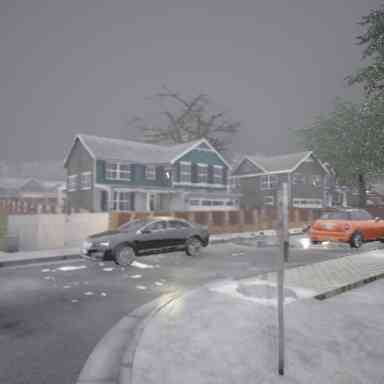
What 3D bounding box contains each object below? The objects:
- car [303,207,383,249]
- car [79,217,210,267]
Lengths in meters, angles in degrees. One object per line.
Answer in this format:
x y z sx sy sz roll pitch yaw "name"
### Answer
7.705 1.619 15.994 4.553 1.767 2.097 2 -3 -38 "car"
-1.529 1.661 12.094 4.902 1.511 2.128 2 -3 -40 "car"
